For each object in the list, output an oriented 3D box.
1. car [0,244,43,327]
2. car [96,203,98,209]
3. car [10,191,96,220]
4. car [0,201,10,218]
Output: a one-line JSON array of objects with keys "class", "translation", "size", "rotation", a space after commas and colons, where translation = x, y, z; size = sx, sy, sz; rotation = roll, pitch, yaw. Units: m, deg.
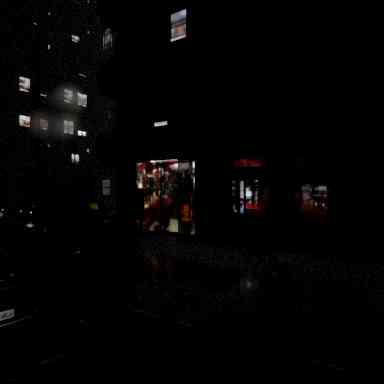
[{"class": "car", "translation": [-4.480, 1.551, 6.082], "size": [4.403, 1.369, 2.008], "rotation": [0, 0, 36]}, {"class": "car", "translation": [-10.917, 1.250, 30.527], "size": [1.752, 1.417, 4.829], "rotation": [1, 1, 35]}, {"class": "car", "translation": [-10.763, 0.994, 26.253], "size": [2.150, 2.045, 5.566], "rotation": [0, 1, 35]}, {"class": "car", "translation": [-14.013, 1.350, 26.106], "size": [2.008, 1.369, 4.403], "rotation": [1, 1, 35]}]
